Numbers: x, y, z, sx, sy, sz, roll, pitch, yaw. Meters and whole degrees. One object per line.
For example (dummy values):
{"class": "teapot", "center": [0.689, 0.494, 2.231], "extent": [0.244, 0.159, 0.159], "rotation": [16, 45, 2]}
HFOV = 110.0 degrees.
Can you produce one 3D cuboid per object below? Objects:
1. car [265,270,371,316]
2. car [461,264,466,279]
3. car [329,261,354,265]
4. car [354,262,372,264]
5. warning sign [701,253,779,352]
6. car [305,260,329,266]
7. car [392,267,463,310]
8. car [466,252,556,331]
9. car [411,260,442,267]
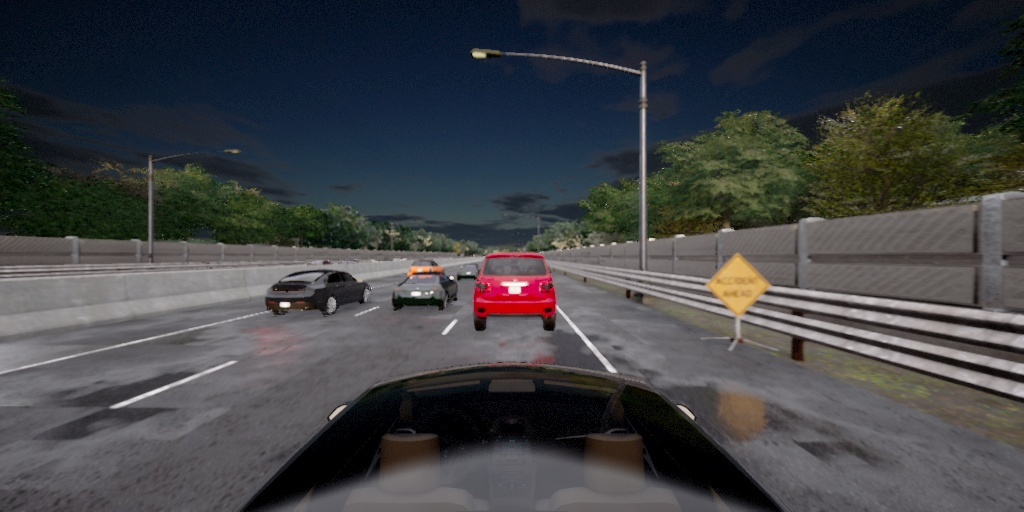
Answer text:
{"class": "car", "center": [-6.913, 1.254, 13.348], "extent": [1.837, 1.490, 4.892], "rotation": [0, 0, 0]}
{"class": "car", "center": [-3.404, 1.314, 30.124], "extent": [1.994, 1.385, 4.181], "rotation": [0, 0, 0]}
{"class": "car", "center": [-21.063, 1.315, 45.930], "extent": [1.994, 1.385, 4.181], "rotation": [0, 0, 0]}
{"class": "car", "center": [-17.573, 1.351, 44.949], "extent": [1.895, 1.301, 4.718], "rotation": [0, 0, 0]}
{"class": "warning sign", "center": [4.552, 0.865, 7.243], "extent": [1.300, 1.860, 1.060], "rotation": [0, 0, 0]}
{"class": "car", "center": [-24.561, 1.276, 45.800], "extent": [1.812, 1.442, 4.674], "rotation": [0, 0, 0]}
{"class": "car", "center": [-3.409, 1.314, 14.765], "extent": [1.994, 1.385, 4.181], "rotation": [0, 0, 0]}
{"class": "car", "center": [0.079, 0.962, 11.208], "extent": [2.150, 2.045, 5.566], "rotation": [0, -1, 0]}
{"class": "car", "center": [-6.906, 1.102, 29.150], "extent": [2.097, 1.767, 4.553], "rotation": [0, 0, 0]}
